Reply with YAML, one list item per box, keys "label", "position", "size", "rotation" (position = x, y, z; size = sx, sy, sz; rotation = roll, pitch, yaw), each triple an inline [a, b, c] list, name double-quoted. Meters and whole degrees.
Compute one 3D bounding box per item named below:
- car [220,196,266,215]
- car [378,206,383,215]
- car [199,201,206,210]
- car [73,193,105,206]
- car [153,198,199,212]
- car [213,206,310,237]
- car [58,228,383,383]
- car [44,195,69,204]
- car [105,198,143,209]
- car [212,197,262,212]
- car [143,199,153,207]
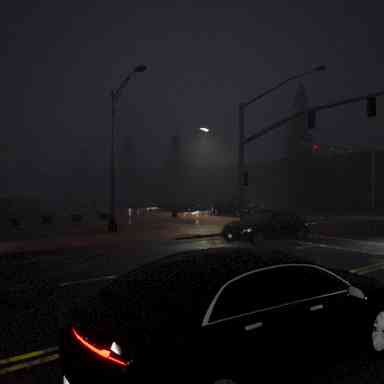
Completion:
- label: "car"
  position: [5.280, 1.352, 34.786]
  size: [2.097, 1.767, 4.553]
  rotation: [0, 0, -37]
- label: "car"
  position: [19.566, 1.478, 29.976]
  size: [5.008, 1.535, 1.882]
  rotation: [0, 2, 6]
- label: "car"
  position: [-0.311, 1.505, 41.936]
  size: [1.837, 1.490, 4.892]
  rotation: [0, 0, -41]
- label: "car"
  position: [-16.664, 1.221, 54.051]
  size: [5.566, 2.045, 2.150]
  rotation: [0, 0, 20]
- label: "car"
  position: [-1.964, 1.547, 38.708]
  size: [2.033, 1.411, 5.357]
  rotation: [0, 0, -39]
- label: "car"
  position: [3.456, 1.526, 15.047]
  size: [4.674, 1.442, 1.812]
  rotation: [0, 0, -36]
- label: "car"
  position: [0.858, 1.505, 4.408]
  size: [4.892, 1.490, 1.837]
  rotation: [0, 0, -35]
- label: "car"
  position: [-26.167, 1.352, 63.841]
  size: [4.553, 1.767, 2.097]
  rotation: [0, 0, 9]
- label: "car"
  position: [-9.429, 1.526, 45.785]
  size: [4.674, 1.442, 1.812]
  rotation: [0, 0, 36]
- label: "car"
  position: [3.840, 1.505, 30.883]
  size: [1.837, 1.490, 4.892]
  rotation: [0, 0, -36]
- label: "car"
  position: [-7.659, 1.564, 48.762]
  size: [4.181, 1.385, 1.994]
  rotation: [0, 0, 35]
